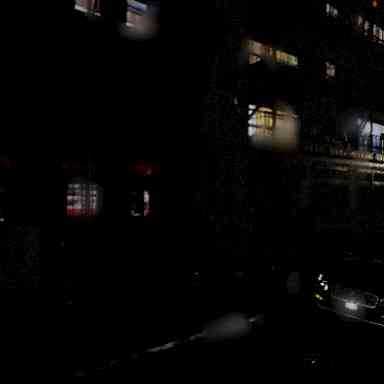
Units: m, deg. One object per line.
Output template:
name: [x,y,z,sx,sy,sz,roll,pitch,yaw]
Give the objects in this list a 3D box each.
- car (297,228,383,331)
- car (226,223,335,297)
car: [4.411,1.500,6.518,4.892,1.490,1.837,0,0,-36]
car: [2.881,1.539,8.606,4.507,1.381,1.887,0,1,-36]
